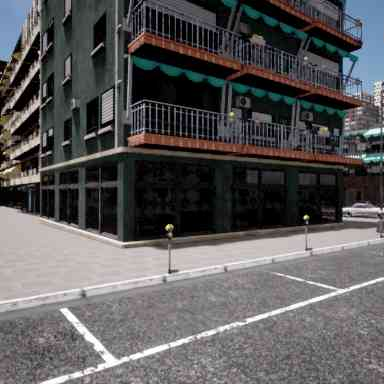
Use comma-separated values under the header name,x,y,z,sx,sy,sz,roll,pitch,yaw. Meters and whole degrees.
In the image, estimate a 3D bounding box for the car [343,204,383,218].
name,x,y,z,sx,sy,sz,roll,pitch,yaw
car,16.787,1.791,31.906,1.895,1.301,4.718,0,-1,-36
